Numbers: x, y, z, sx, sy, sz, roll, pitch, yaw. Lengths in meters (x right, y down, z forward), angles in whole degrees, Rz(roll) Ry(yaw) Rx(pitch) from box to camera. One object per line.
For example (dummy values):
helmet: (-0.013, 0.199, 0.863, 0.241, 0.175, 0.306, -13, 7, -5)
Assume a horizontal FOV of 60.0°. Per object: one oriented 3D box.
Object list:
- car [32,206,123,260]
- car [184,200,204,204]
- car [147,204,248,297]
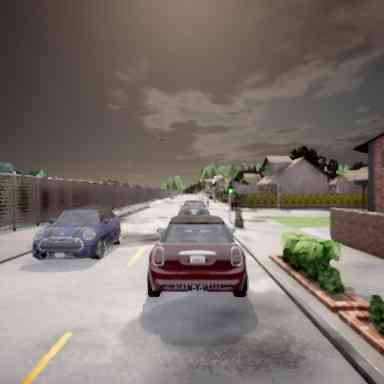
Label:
car: (-4.058, 1.360, 12.480, 2.097, 1.767, 4.553, 0, 0, 0)
car: (0.138, 1.368, 24.071, 2.097, 1.767, 4.553, 0, 0, 0)
car: (0.111, 1.358, 8.732, 2.097, 1.767, 4.553, 0, 0, 0)
